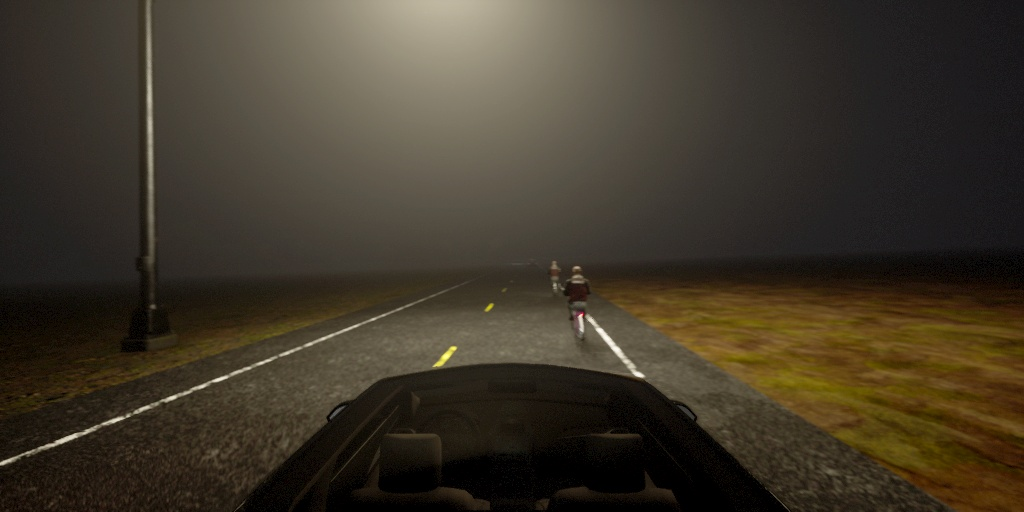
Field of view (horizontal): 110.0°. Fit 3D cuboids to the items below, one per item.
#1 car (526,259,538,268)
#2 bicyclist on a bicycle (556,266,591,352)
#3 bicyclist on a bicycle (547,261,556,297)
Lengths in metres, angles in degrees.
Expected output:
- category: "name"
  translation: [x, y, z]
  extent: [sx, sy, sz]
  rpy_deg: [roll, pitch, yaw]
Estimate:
- category: "car"
  translation: [3.481, 1.346, 61.231]
  extent: [2.033, 1.411, 5.357]
  rpy_deg: [-1, 0, 3]
- category: "bicyclist on a bicycle"
  translation: [1.439, 1.107, 8.003]
  extent: [0.659, 1.776, 1.843]
  rpy_deg: [-1, 0, 4]
- category: "bicyclist on a bicycle"
  translation: [1.986, 1.110, 16.955]
  extent: [0.659, 1.776, 1.843]
  rpy_deg: [-1, 0, 4]
